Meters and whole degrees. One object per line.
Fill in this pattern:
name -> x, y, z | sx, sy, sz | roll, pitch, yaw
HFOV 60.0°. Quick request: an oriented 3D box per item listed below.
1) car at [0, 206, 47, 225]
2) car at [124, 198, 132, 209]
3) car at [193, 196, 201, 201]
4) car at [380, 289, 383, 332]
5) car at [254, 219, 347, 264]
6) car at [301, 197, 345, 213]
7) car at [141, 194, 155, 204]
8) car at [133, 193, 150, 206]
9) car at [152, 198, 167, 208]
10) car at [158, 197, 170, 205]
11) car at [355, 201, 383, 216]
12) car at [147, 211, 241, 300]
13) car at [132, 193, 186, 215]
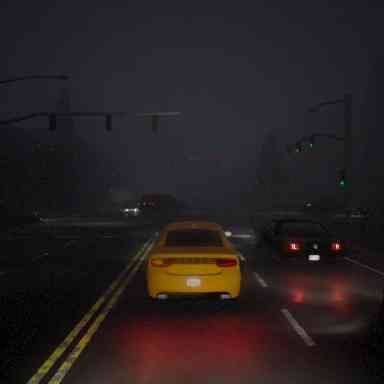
car -> -12.864, 1.601, 23.399 | 4.718, 1.301, 1.895 | 0, 0, -2
car -> -8.208, 1.564, 46.431 | 1.994, 1.385, 4.181 | 0, 0, -1
car -> 1.306, 1.595, 88.208 | 1.895, 1.301, 4.718 | 0, 0, -1
car -> 3.597, 1.478, 2.706 | 1.882, 1.535, 5.008 | 0, 0, 0
car -> 3.502, 1.601, 11.795 | 1.895, 1.301, 4.718 | 0, 0, -1
car -> 14.083, 1.352, 35.560 | 4.553, 1.767, 2.097 | 0, 0, -2
car -> -8.642, 1.352, 65.550 | 2.097, 1.767, 4.553 | 0, 0, -1
car -> -8.441, 1.221, 55.750 | 2.150, 2.045, 5.566 | 0, 0, -1
car -> -4.793, 1.564, 49.743 | 1.994, 1.385, 4.181 | 0, 0, -2
car -> -5.029, 1.564, 59.772 | 1.994, 1.385, 4.181 | 0, 0, -1
car -> 18.773, 1.547, 32.194 | 5.357, 1.411, 2.033 | 0, 0, -2
car -> 0.034, 1.478, 8.471 | 1.882, 1.535, 5.008 | 0, 0, 0
car -> -2.906, 1.222, 33.003 | 2.150, 2.045, 5.566 | 1, 1, 35
